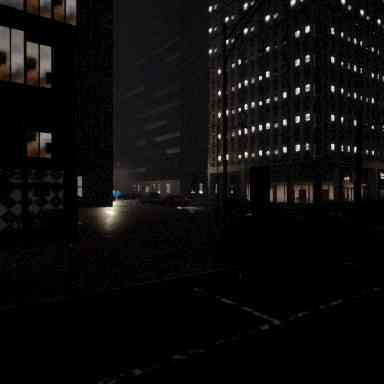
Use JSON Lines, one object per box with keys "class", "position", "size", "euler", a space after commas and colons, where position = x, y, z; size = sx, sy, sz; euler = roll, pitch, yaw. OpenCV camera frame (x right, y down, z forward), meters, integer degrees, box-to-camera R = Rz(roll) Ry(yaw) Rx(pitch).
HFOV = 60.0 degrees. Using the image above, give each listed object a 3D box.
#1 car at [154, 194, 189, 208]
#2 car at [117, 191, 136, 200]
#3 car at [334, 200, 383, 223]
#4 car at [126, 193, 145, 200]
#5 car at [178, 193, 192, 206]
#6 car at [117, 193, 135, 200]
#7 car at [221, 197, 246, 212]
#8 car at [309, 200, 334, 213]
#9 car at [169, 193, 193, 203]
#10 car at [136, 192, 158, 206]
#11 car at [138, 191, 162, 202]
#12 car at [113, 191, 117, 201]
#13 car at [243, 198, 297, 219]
{"class": "car", "position": [-2.496, 1.211, 40.507], "size": [1.802, 1.307, 4.206], "euler": [1, 0, -33]}
{"class": "car", "position": [-10.373, 0.597, 57.029], "size": [2.128, 1.511, 4.902], "euler": [0, 1, -35]}
{"class": "car", "position": [12.535, 1.394, 22.368], "size": [1.837, 1.490, 4.892], "euler": [-1, 1, -39]}
{"class": "car", "position": [-11.522, 0.864, 67.789], "size": [1.947, 1.339, 4.313], "euler": [1, 0, -36]}
{"class": "car", "position": [-1.931, 1.069, 44.358], "size": [1.882, 1.535, 5.008], "euler": [0, 1, -33]}
{"class": "car", "position": [-13.127, 0.876, 65.724], "size": [1.994, 1.385, 4.181], "euler": [0, 1, -36]}
{"class": "car", "position": [4.906, 1.227, 33.671], "size": [2.128, 1.511, 4.902], "euler": [0, 1, -32]}
{"class": "car", "position": [13.020, 1.377, 31.244], "size": [1.802, 1.307, 4.206], "euler": [1, 0, -32]}
{"class": "car", "position": [-1.876, 0.926, 54.343], "size": [1.967, 1.590, 4.097], "euler": [1, 0, -35]}
{"class": "car", "position": [-5.445, 1.094, 45.003], "size": [1.752, 1.417, 4.829], "euler": [1, 0, -33]}
{"class": "car", "position": [-7.308, 0.779, 57.550], "size": [2.097, 1.767, 4.553], "euler": [0, 1, -35]}
{"class": "car", "position": [-14.992, 0.919, 58.883], "size": [1.887, 1.381, 4.507], "euler": [1, 0, -35]}
{"class": "car", "position": [6.401, 1.399, 26.551], "size": [1.802, 1.307, 4.206], "euler": [1, 0, -32]}
